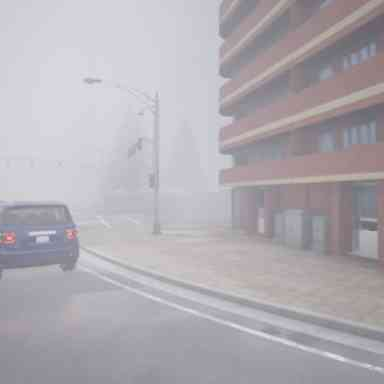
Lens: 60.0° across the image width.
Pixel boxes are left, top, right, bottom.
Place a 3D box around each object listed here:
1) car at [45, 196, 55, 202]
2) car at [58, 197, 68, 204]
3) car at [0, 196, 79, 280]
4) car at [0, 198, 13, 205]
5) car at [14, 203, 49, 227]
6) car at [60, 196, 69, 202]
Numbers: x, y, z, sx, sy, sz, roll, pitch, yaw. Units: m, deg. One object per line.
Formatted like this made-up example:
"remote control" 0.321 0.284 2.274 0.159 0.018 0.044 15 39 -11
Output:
"car" -36.399 1.826 85.361 1.837 1.490 4.892 0 0 -19
"car" -29.770 1.983 76.767 2.033 1.411 5.357 0 0 -19
"car" -5.295 1.282 10.420 2.150 2.045 5.566 0 0 -36
"car" -37.712 1.906 67.524 1.812 1.442 4.674 0 0 -19
"car" -12.117 1.652 25.421 1.882 1.535 5.008 0 -1 -19
"car" -33.086 1.878 86.490 2.033 1.411 5.357 0 0 -19
